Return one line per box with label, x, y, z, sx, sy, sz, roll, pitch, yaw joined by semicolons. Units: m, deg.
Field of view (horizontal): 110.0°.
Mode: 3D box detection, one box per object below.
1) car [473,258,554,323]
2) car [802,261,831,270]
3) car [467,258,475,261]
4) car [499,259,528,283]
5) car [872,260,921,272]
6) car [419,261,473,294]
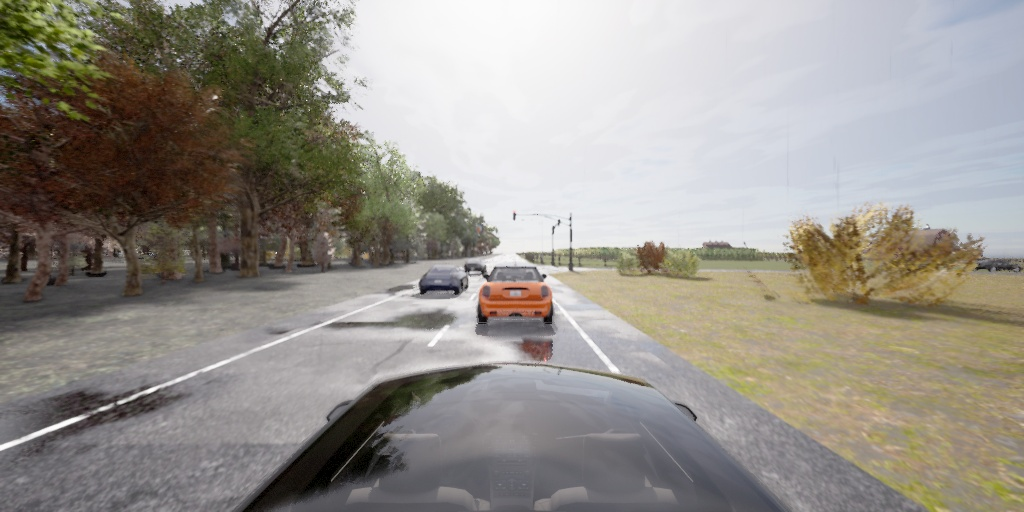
car;0.097;0.987;11.662;2.097;1.767;4.553;0;1;0
car;41.082;1.223;47.399;4.892;1.490;1.837;1;0;1
car;-3.409;0.910;33.287;1.812;1.442;4.674;0;1;0
car;0.097;1.005;25.202;1.812;1.442;4.674;0;1;0
car;47.049;1.258;43.811;4.902;1.511;2.128;1;0;1
car;-3.404;1.119;18.543;1.994;1.385;4.181;0;1;0
